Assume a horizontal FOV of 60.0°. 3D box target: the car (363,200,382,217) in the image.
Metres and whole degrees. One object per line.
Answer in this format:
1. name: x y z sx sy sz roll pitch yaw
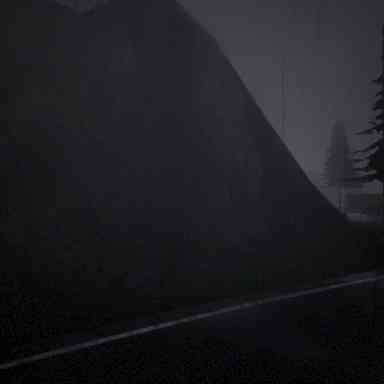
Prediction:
1. car: 17.310 1.284 28.863 2.097 1.767 4.553 0 0 -27
